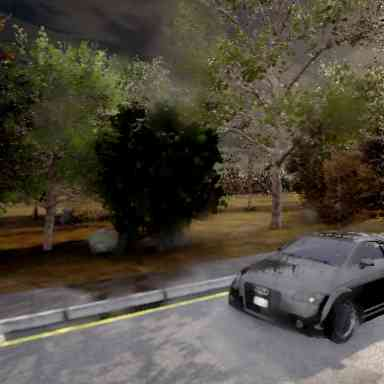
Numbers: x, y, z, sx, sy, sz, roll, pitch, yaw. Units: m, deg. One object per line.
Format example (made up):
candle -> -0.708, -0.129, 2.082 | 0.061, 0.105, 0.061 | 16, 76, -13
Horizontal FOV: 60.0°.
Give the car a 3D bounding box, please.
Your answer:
car -> 2.726, 1.544, 6.444 | 4.181, 1.385, 1.994 | -1, 0, -35
